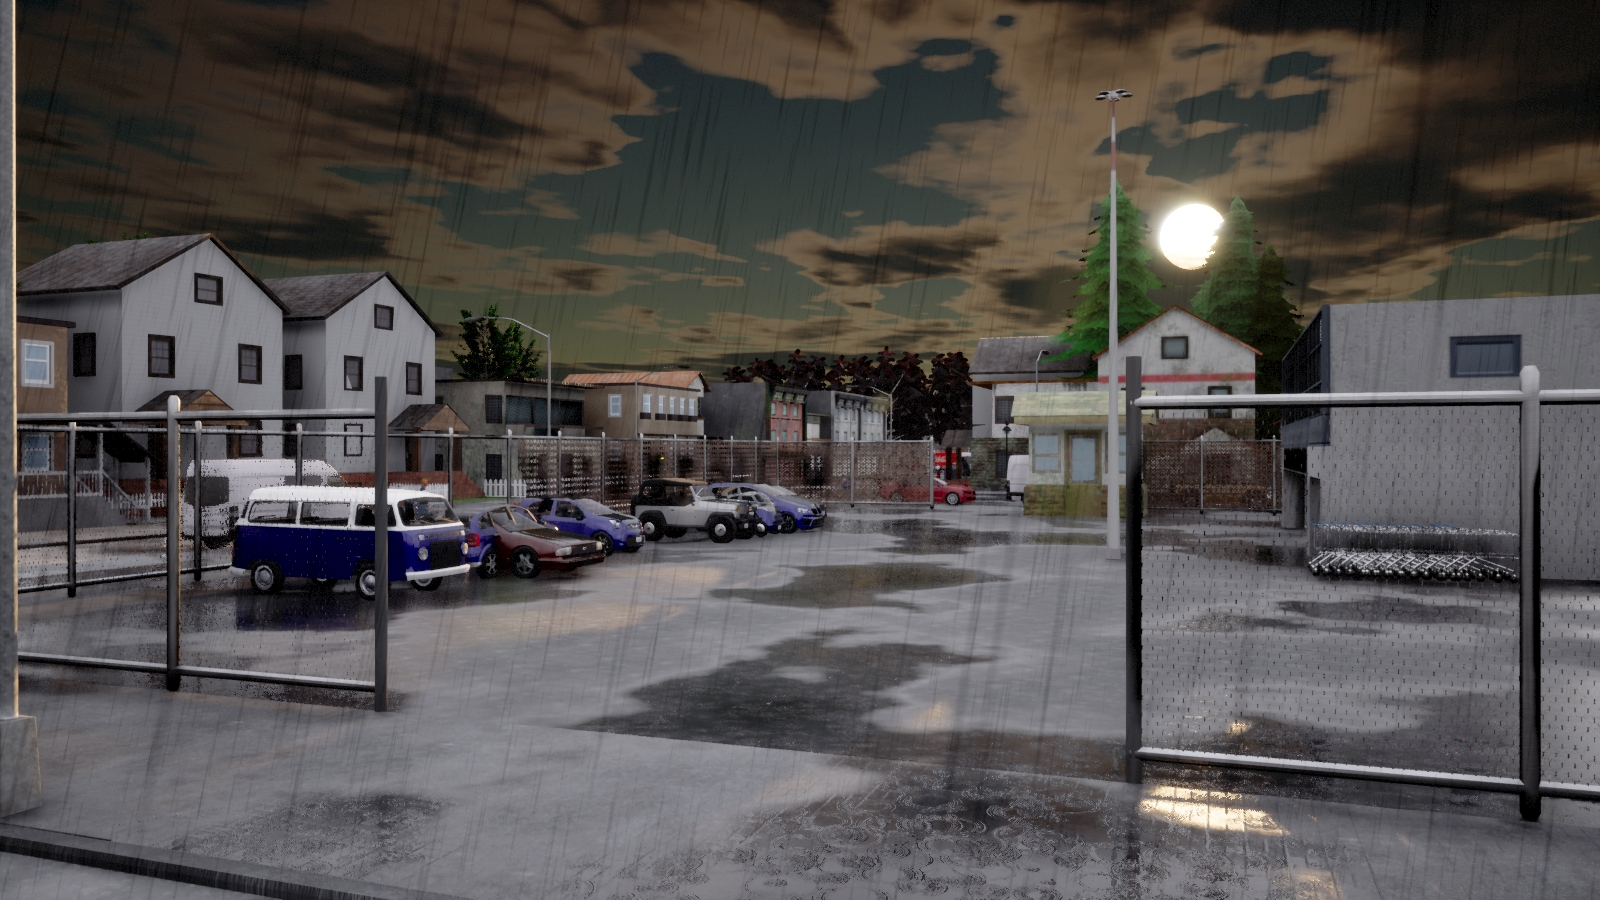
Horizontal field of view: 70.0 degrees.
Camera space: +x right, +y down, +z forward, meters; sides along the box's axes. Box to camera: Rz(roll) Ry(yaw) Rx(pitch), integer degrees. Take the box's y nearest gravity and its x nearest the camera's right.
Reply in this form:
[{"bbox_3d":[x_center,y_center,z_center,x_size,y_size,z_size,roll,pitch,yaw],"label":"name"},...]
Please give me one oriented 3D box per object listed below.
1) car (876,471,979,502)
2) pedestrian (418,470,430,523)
[{"bbox_3d":[6.523,1.843,58.394,4.892,1.480,2.231,0,0,19],"label":"car"},{"bbox_3d":[-13.313,1.633,40.427,0.375,1.860,0.375,0,0,-24],"label":"pedestrian"}]
